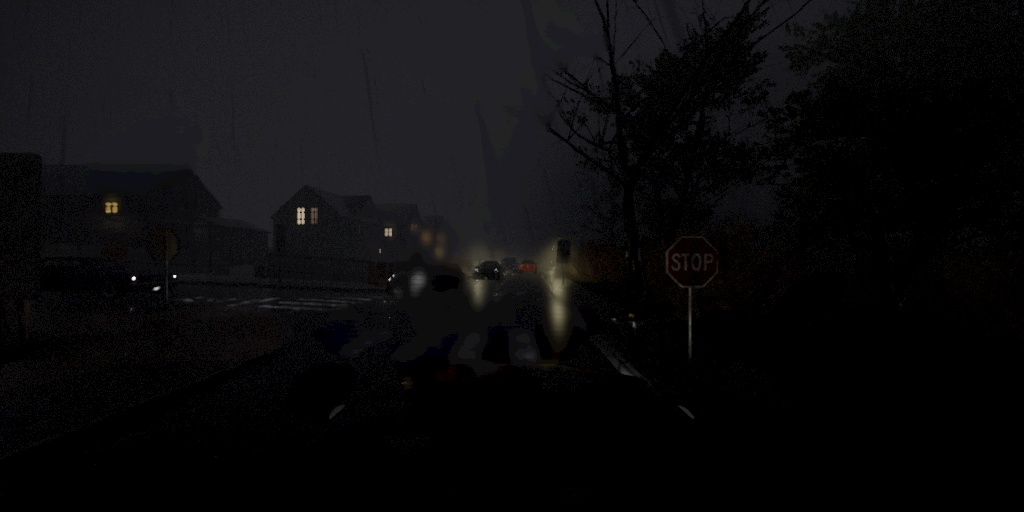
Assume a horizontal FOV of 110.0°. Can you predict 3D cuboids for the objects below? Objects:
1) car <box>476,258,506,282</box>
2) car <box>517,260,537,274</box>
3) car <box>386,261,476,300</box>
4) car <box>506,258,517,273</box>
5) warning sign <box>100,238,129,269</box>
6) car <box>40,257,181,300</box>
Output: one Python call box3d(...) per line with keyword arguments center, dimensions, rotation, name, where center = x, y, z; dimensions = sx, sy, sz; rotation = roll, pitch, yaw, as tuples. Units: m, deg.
box3d(center=(-1.950, 1.210, 30.786), dimensions=(2.097, 1.767, 4.553), rotation=(0, 0, 3), name="car")
box3d(center=(2.185, 1.335, 46.605), dimensions=(2.097, 1.767, 4.553), rotation=(0, -1, 5), name="car")
box3d(center=(-4.119, 1.112, 18.213), dimensions=(2.097, 1.767, 4.553), rotation=(3, 0, 26), name="car")
box3d(center=(-0.423, 1.239, 50.347), dimensions=(2.150, 2.045, 5.566), rotation=(0, 0, 6), name="car")
box3d(center=(-19.878, 0.045, 17.969), dimensions=(1.060, 1.860, 1.300), rotation=(0, 0, 0), name="warning sign")
box3d(center=(-14.672, 0.729, 12.601), dimensions=(4.718, 1.301, 1.895), rotation=(3, -1, 0), name="car")
